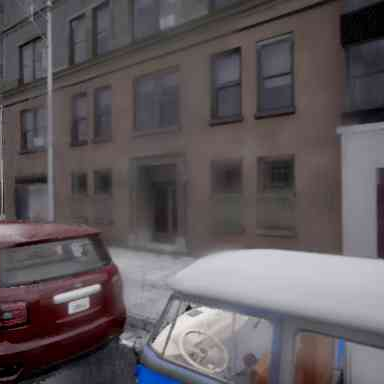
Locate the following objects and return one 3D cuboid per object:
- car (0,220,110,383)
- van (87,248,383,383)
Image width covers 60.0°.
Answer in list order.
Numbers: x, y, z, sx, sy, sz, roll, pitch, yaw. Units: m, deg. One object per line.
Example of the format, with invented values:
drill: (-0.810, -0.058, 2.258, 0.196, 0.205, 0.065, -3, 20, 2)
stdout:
car: (-3.202, 1.369, 5.096, 5.009, 1.841, 2.192, -1, 0, 36)
van: (1.420, 1.339, 1.798, 3.998, 1.788, 1.690, -1, 0, 36)
